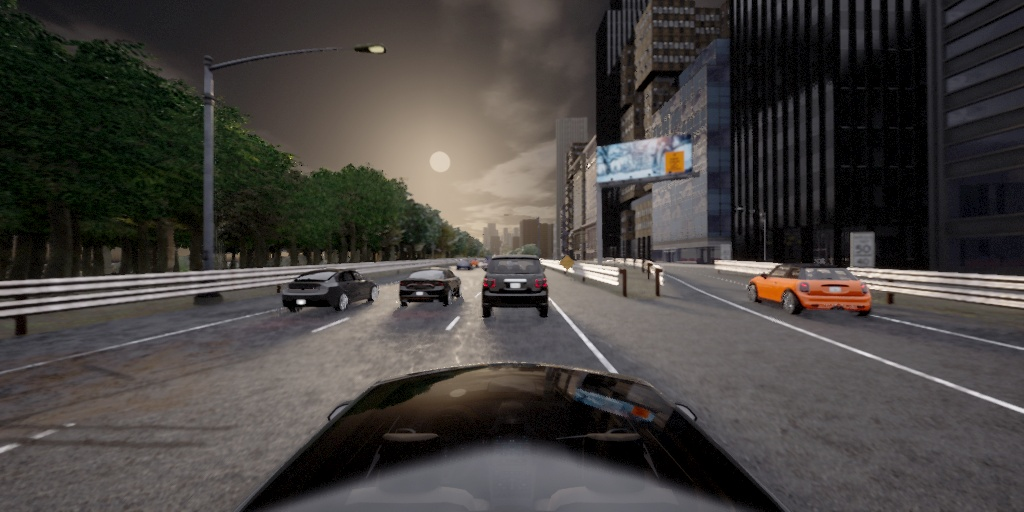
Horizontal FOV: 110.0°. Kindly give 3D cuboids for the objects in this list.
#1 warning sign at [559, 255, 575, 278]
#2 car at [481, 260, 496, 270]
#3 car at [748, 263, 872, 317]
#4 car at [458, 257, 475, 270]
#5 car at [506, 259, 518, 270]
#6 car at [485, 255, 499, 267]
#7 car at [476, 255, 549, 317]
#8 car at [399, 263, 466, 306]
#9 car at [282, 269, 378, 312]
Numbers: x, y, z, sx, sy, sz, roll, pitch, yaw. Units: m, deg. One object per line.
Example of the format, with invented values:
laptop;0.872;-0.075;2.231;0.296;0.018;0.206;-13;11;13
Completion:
warning sign;4.555;0.847;29.565;1.300;1.860;1.060;0;0;0
car;-3.490;1.293;52.986;1.895;1.301;4.718;0;0;0
car;10.570;1.054;13.192;2.097;1.767;4.553;0;0;15
car;-6.991;1.256;52.922;1.994;1.385;4.181;0;0;0
car;0.010;1.218;52.955;1.812;1.442;4.674;0;0;0
car;-3.489;0.898;62.990;2.150;2.045;5.566;0;0;0
car;0.100;0.972;13.326;2.150;2.045;5.566;0;0;0
car;-3.399;1.227;15.670;1.882;1.535;5.008;0;0;0
car;-6.896;1.255;14.147;1.837;1.490;4.892;0;0;0
